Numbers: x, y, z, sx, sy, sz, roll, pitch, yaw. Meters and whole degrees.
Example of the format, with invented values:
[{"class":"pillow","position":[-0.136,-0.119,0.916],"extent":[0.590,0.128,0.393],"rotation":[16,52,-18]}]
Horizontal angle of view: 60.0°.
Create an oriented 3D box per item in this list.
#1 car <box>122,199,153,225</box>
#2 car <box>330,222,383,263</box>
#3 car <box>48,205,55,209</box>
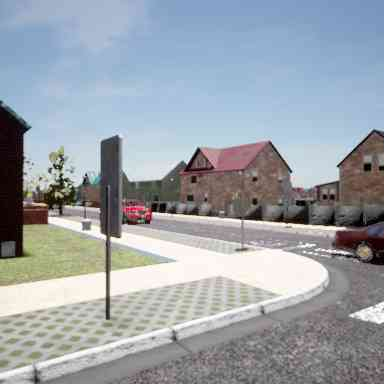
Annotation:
[{"class":"car","position":[-5.435,1.634,28.620],"extent":[2.150,2.045,5.566],"rotation":[0,-1,-34]},{"class":"car","position":[7.098,1.593,10.242],"extent":[2.033,1.411,5.357],"rotation":[0,-1,-34]},{"class":"car","position":[-20.798,2.158,51.136],"extent":[1.994,1.385,4.181],"rotation":[0,-1,-34]}]
